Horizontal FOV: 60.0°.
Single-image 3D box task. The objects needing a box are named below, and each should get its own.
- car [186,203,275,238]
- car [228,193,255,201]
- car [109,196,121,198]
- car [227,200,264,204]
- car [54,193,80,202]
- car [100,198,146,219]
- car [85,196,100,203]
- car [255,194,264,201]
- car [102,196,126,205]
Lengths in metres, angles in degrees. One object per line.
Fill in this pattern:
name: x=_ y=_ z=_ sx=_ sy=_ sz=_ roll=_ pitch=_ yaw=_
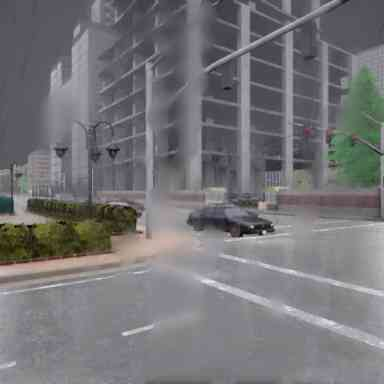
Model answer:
car: x=1.811 y=1.494 z=17.632 sx=2.033 sy=1.411 sz=5.357 roll=0 pitch=0 yaw=-36
car: x=7.095 y=1.114 z=50.650 sx=1.905 sy=1.878 sz=3.866 roll=0 pitch=0 yaw=-36
car: x=-6.853 y=1.492 z=35.512 sx=2.033 sy=1.411 sz=5.357 roll=0 pitch=0 yaw=-36
car: x=2.288 y=1.492 z=22.971 sx=2.033 sy=1.411 sz=5.357 roll=0 pitch=0 yaw=-36
car: x=-15.857 y=1.166 z=41.968 sx=2.150 sy=2.045 sz=5.566 roll=0 pitch=0 yaw=-36
car: x=-5.886 y=1.470 z=28.223 sx=1.812 sy=1.442 sz=4.674 roll=0 pitch=0 yaw=-36
car: x=-19.444 y=1.436 z=65.103 sx=2.128 sy=1.511 sz=4.902 roll=0 pitch=0 yaw=-36
car: x=9.485 y=1.114 z=52.365 sx=1.905 sy=1.878 sz=3.866 roll=0 pitch=0 yaw=-36
car: x=-13.340 y=1.436 z=56.692 sx=2.128 sy=1.511 sz=4.902 roll=0 pitch=0 yaw=-36
